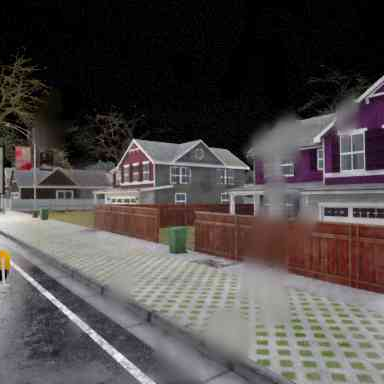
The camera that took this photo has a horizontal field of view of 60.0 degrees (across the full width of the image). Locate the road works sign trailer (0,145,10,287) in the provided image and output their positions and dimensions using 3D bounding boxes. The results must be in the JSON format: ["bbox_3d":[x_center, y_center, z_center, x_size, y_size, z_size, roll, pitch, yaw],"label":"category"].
[{"bbox_3d":[-6.106,0.470,8.408,2.380,3.560,2.880,0,0,-38],"label":"road works sign trailer"}]
